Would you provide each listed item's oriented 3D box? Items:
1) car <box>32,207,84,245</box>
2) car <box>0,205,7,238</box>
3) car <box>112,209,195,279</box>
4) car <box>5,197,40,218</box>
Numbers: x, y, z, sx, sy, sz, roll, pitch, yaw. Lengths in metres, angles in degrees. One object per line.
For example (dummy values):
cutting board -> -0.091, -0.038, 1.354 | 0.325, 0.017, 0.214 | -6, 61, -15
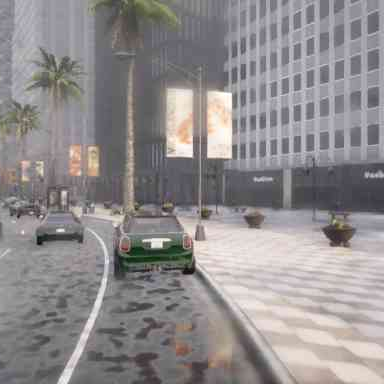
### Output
car -> -6.212, 1.569, 15.710 | 1.994, 1.385, 4.181 | 0, 0, -22
car -> -9.462, 1.526, 14.409 | 1.812, 1.442, 4.674 | 0, 0, -22
car -> -1.383, 1.351, 10.393 | 2.097, 1.767, 4.553 | 0, 0, -14
car -> -14.918, 1.505, 29.675 | 1.837, 1.490, 4.892 | 0, 0, -39
